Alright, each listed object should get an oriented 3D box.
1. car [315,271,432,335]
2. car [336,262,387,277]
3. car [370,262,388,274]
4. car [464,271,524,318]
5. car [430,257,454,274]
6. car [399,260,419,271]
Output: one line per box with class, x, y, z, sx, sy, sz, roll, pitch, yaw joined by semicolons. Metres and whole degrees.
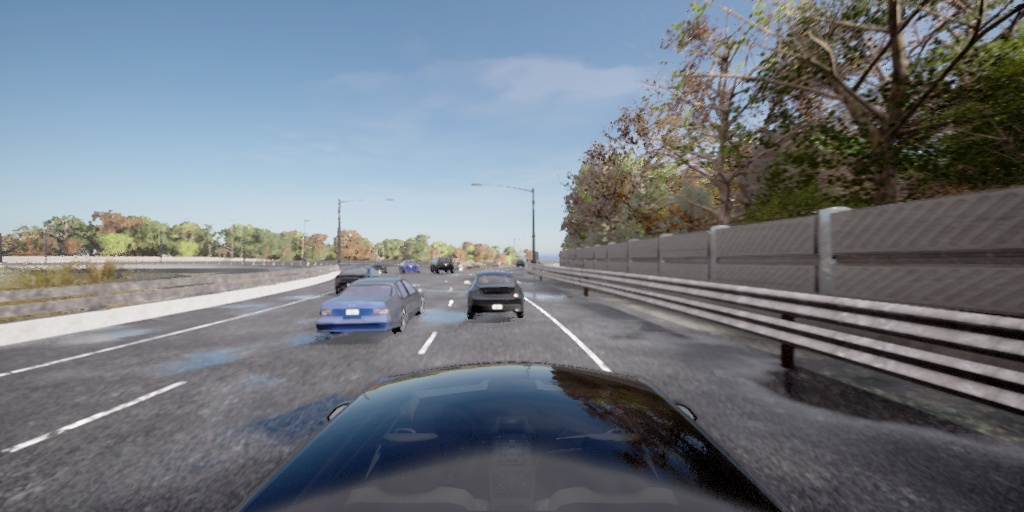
car;-3.884;1.352;10.755;2.033;1.411;5.357;0;0;-5
car;-8.941;1.348;21.285;1.882;1.535;5.008;0;0;-11
car;-18.088;1.525;48.511;1.837;1.490;4.892;0;0;-25
car;-0.694;1.301;13.205;1.837;1.490;4.892;0;0;-6
car;-8.854;1.180;45.151;2.150;2.045;5.566;0;0;-22
car;-13.556;1.343;47.029;2.097;1.767;4.553;0;0;-24
